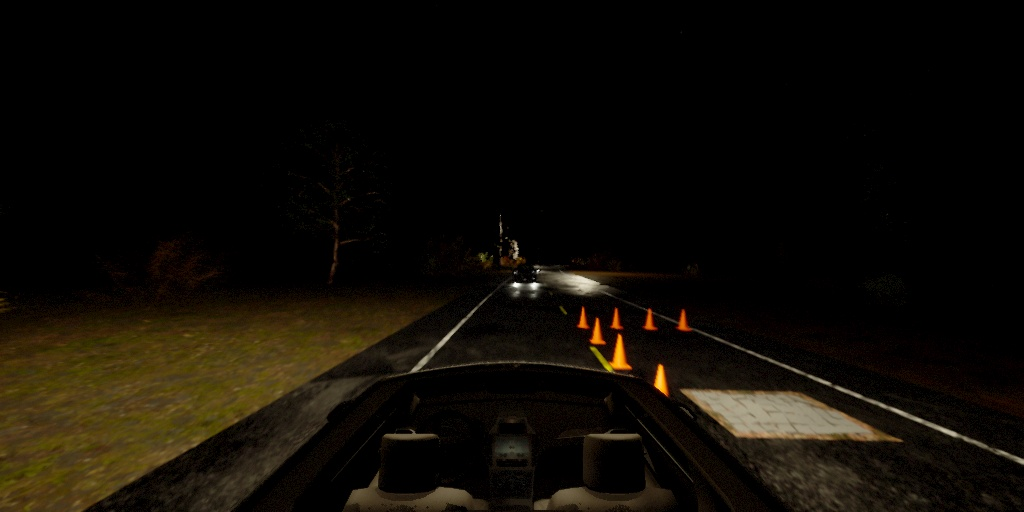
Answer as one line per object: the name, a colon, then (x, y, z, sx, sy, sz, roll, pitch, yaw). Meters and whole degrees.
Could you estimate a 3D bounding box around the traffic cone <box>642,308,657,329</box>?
traffic cone: (4.148, 1.879, 10.810, 0.340, 0.580, 0.340, 0, 0, 1)

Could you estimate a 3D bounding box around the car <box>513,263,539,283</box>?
car: (1.249, 1.482, 33.413, 2.097, 1.767, 4.553, 1, -1, 3)

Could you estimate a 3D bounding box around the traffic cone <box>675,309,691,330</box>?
traffic cone: (5.148, 1.895, 10.787, 0.340, 0.580, 0.340, 0, 0, 1)

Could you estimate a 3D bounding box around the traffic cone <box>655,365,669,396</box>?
traffic cone: (2.011, 1.775, 4.858, 0.340, 0.580, 0.340, 0, 0, 1)

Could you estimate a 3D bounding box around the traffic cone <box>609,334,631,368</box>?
traffic cone: (2.057, 1.799, 6.858, 0.340, 0.580, 0.340, 0, 0, 1)

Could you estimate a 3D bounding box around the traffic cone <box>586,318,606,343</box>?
traffic cone: (2.103, 1.822, 8.857, 0.340, 0.580, 0.340, 0, 0, 1)

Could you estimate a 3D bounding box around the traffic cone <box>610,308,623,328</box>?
traffic cone: (3.149, 1.862, 10.833, 0.340, 0.580, 0.340, 0, 0, 1)

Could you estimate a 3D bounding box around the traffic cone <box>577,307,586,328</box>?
traffic cone: (2.149, 1.846, 10.856, 0.340, 0.580, 0.340, 0, 0, 1)
